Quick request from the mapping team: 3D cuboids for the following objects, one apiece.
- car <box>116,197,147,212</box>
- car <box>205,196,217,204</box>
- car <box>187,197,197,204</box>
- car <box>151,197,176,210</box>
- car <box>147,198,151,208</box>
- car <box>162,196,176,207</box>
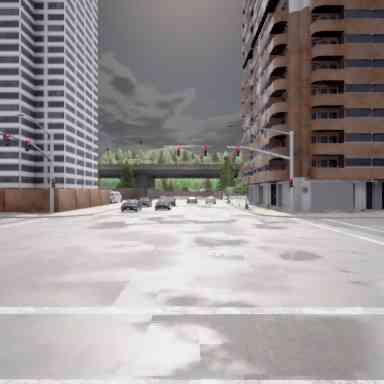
[{"bbox_3d":[-7.085,1.547,39.458,2.033,1.411,5.357,0,0,0],"label":"car"},{"bbox_3d":[3.523,1.525,63.187,1.812,1.442,4.674,0,0,0],"label":"car"},{"bbox_3d":[0.023,1.564,63.186,1.994,1.385,4.181,0,0,0],"label":"car"},{"bbox_3d":[-3.583,1.547,42.327,2.033,1.411,5.357,0,0,0],"label":"car"},{"bbox_3d":[-7.071,1.547,49.811,2.033,1.411,5.357,0,0,0],"label":"car"},{"bbox_3d":[-3.560,1.477,52.604,1.882,1.535,5.008,0,0,0],"label":"car"}]
